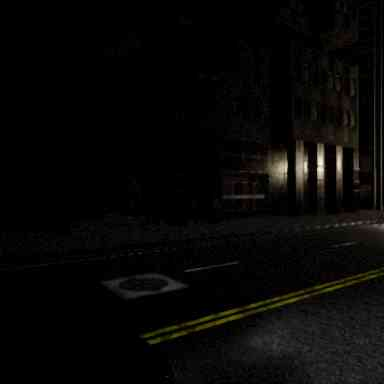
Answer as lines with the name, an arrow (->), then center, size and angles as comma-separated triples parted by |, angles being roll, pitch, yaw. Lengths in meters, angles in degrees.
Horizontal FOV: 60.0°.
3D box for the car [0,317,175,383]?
car -> -2.329, 1.492, 1.777 | 4.902, 1.511, 2.128 | 0, 0, -36
